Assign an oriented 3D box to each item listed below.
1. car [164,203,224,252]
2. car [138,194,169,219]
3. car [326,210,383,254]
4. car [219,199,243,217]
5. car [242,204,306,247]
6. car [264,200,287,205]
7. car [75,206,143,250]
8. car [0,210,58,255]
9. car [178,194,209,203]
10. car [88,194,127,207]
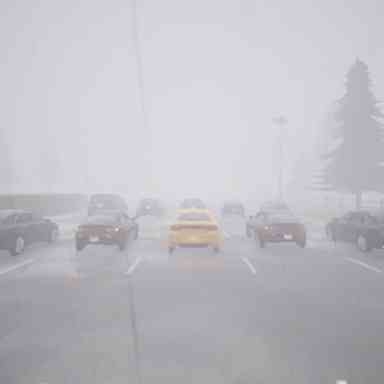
[{"bbox_3d":[0.069,1.443,13.834,1.882,1.535,5.008,0,0,0],"label":"car"},{"bbox_3d":[-3.431,1.280,28.401,2.097,1.767,4.553,0,0,0],"label":"car"},{"bbox_3d":[7.068,1.471,13.414,1.837,1.490,4.892,0,0,0],"label":"car"},{"bbox_3d":[3.579,1.402,30.269,1.882,1.535,5.008,0,0,0],"label":"car"},{"bbox_3d":[3.573,1.489,14.642,1.812,1.442,4.674,0,0,0],"label":"car"},{"bbox_3d":[7.071,1.434,28.796,1.837,1.490,4.892,0,1,0],"label":"car"},{"bbox_3d":[-3.428,1.492,13.936,1.812,1.442,4.674,0,0,0],"label":"car"},{"bbox_3d":[-6.934,1.470,13.048,1.837,1.490,4.892,0,0,0],"label":"car"},{"bbox_3d":[0.069,1.280,28.419,2.097,1.767,4.553,0,0,0],"label":"car"},{"bbox_3d":[-6.935,1.154,27.754,2.150,2.045,5.566,0,0,0],"label":"car"}]
